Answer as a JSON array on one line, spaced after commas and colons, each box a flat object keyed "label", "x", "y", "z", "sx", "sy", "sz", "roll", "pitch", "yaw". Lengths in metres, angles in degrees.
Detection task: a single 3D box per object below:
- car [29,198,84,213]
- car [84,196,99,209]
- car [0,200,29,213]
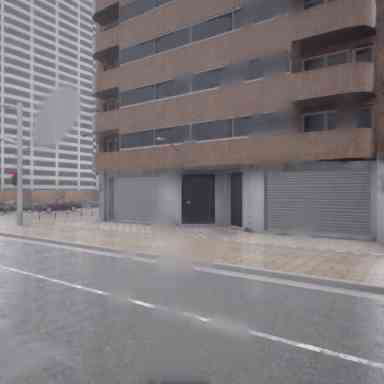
[{"label": "car", "x": -15.167, "y": 1.477, "z": 37.575, "sx": 1.882, "sy": 1.535, "sz": 5.008, "roll": 0, "pitch": 0, "yaw": 35}, {"label": "car", "x": -13.844, "y": 1.564, "z": 45.615, "sx": 1.994, "sy": 1.385, "sz": 4.181, "roll": 0, "pitch": 0, "yaw": 35}, {"label": "car", "x": -19.538, "y": 1.547, "z": 37.414, "sx": 2.033, "sy": 1.411, "sz": 5.357, "roll": 0, "pitch": 0, "yaw": 35}]
